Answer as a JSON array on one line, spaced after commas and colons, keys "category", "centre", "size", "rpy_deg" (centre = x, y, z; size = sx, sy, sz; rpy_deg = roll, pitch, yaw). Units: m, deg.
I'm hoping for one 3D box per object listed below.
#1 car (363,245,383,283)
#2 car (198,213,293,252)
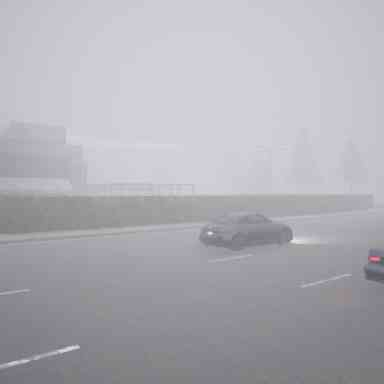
[{"category": "car", "centre": [6.402, 1.547, 8.306], "size": [5.357, 1.411, 2.033], "rpy_deg": [0, 0, -35]}, {"category": "car", "centre": [2.321, 1.564, 13.992], "size": [4.181, 1.385, 1.994], "rpy_deg": [0, 0, -35]}]
